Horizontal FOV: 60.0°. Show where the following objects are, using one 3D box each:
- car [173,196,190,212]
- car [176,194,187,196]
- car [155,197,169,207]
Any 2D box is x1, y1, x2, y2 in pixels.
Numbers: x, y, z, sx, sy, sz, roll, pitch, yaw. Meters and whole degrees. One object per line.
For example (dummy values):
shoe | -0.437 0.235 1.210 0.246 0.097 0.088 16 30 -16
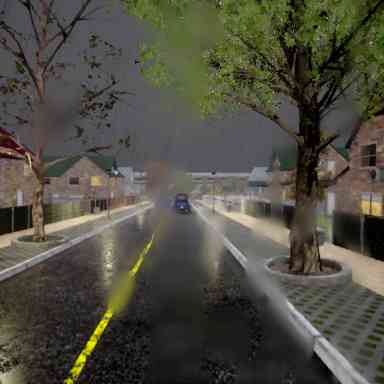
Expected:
car | -1.214 1.516 39.073 1.882 1.535 5.008 0 0 -2
car | -1.613 1.286 49.895 2.150 2.045 5.566 0 0 -2
car | -4.567 1.545 51.373 1.882 1.535 5.008 0 0 -2
